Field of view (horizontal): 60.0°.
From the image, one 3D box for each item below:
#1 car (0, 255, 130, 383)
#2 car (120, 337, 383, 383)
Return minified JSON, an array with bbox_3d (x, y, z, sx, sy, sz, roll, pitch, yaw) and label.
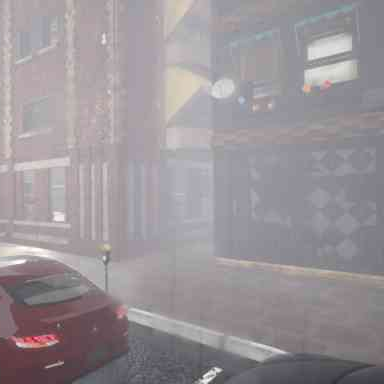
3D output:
[{"bbox_3d":[-2.703,1.583,4.762,4.206,1.307,1.802,0,-1,35],"label":"car"},{"bbox_3d":[1.909,1.566,1.487,4.313,1.339,1.947,0,-1,35],"label":"car"}]
